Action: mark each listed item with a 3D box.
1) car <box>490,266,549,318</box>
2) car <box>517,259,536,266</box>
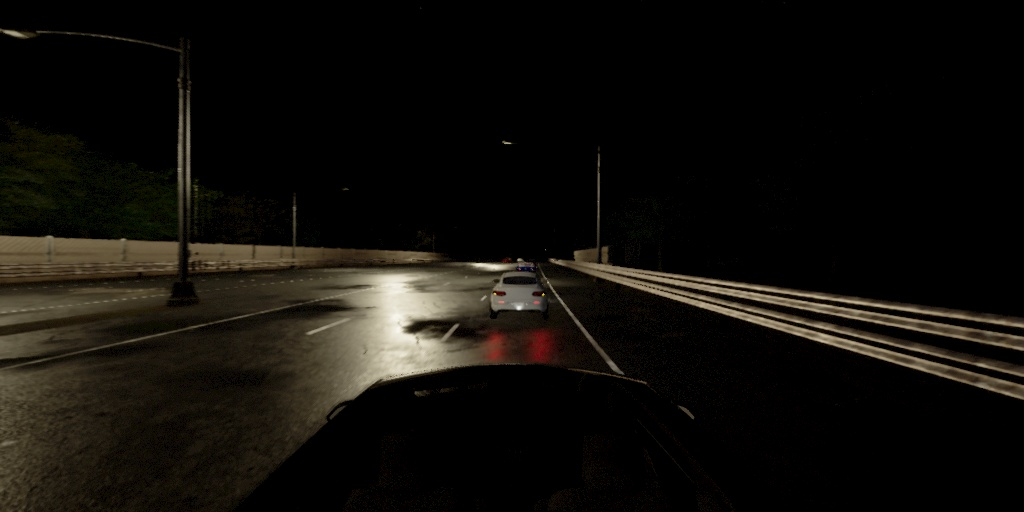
[{"bbox_3d":[0.290,1.250,12.703,1.812,1.442,4.674,0,0,2],"label":"car"},{"bbox_3d":[1.385,1.283,35.588,1.895,1.301,4.718,0,0,3],"label":"car"}]
